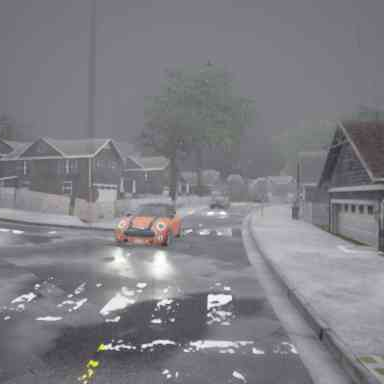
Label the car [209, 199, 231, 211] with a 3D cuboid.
[{"bbox_3d":[3.442,1.535,40.487,1.895,1.301,4.718,0,0,17],"label":"car"}]

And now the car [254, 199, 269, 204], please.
[{"bbox_3d":[13.610,1.658,65.196,1.895,1.301,4.718,0,-1,28],"label":"car"}]

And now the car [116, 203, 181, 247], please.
[{"bbox_3d":[-1.770,1.323,14.953,2.097,1.767,4.553,2,0,7],"label":"car"}]
